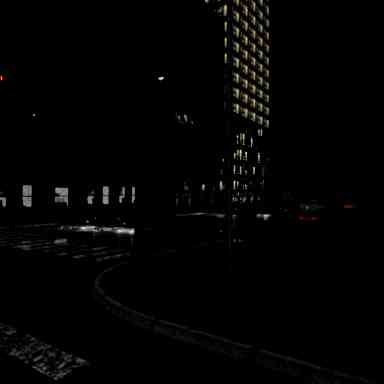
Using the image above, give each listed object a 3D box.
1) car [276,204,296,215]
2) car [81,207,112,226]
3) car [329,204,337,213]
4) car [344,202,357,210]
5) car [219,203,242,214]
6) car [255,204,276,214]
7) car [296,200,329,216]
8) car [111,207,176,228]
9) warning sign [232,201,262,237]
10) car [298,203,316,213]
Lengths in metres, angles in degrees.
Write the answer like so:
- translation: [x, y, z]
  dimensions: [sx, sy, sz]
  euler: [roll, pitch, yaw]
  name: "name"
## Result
- translation: [13.730, 2.418, 46.440]
  dimensions: [1.994, 1.385, 4.181]
  euler: [0, -1, 33]
  name: "car"
- translation: [-6.430, 1.911, 27.320]
  dimensions: [2.033, 1.411, 5.357]
  euler: [0, -1, 33]
  name: "car"
- translation: [21.755, 2.596, 53.030]
  dimensions: [1.994, 1.385, 4.181]
  euler: [0, -1, 33]
  name: "car"
- translation: [31.303, 2.789, 65.816]
  dimensions: [1.882, 1.535, 5.008]
  euler: [0, -1, 33]
  name: "car"
- translation: [5.409, 2.262, 45.744]
  dimensions: [1.837, 1.490, 4.892]
  euler: [0, -1, 33]
  name: "car"
- translation: [10.904, 2.398, 48.236]
  dimensions: [2.033, 1.411, 5.357]
  euler: [0, -1, 33]
  name: "car"
- translation: [16.032, 2.065, 44.041]
  dimensions: [2.150, 2.045, 5.566]
  euler: [0, -1, 35]
  name: "car"
- translation: [-3.397, 1.925, 26.029]
  dimensions: [2.033, 1.411, 5.357]
  euler: [0, -1, 33]
  name: "car"
- translation: [3.068, 1.454, 18.571]
  dimensions: [1.300, 1.860, 1.060]
  euler: [1, 1, 33]
  name: "warning sign"
- translation: [19.019, 2.554, 54.785]
  dimensions: [1.812, 1.442, 4.674]
  euler: [0, -1, 33]
  name: "car"
